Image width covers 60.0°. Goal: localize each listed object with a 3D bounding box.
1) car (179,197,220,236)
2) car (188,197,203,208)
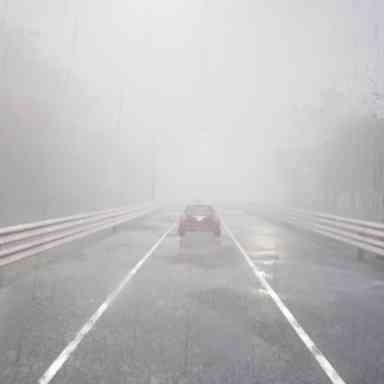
[{"bbox_3d":[0.445,1.380,18.721,2.097,1.767,4.553,0,0,2],"label":"car"},{"bbox_3d":[0.476,1.550,50.203,1.837,1.490,4.892,1,0,-3],"label":"car"}]
